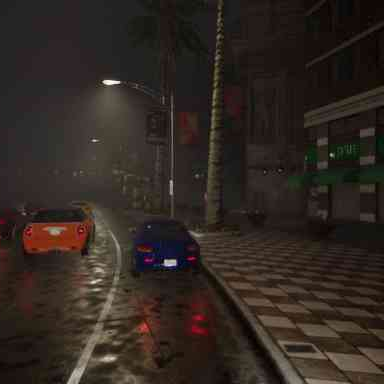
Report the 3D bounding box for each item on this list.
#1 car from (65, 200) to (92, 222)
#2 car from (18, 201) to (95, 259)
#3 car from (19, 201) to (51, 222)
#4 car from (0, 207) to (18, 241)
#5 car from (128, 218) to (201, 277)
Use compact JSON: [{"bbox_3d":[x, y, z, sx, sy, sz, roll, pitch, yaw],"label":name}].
[{"bbox_3d":[-9.281,1.469,27.444,1.882,1.535,5.008,0,0,-18],"label":"car"},{"bbox_3d":[-4.970,1.347,12.959,2.097,1.767,4.553,0,0,-13],"label":"car"},{"bbox_3d":[-12.906,1.514,27.639,1.812,1.442,4.674,0,0,-18],"label":"car"},{"bbox_3d":[-3.194,1.221,1.264,2.150,2.045,5.566,0,0,-1],"label":"car"},{"bbox_3d":[-0.947,1.524,10.194,1.812,1.442,4.674,0,0,-11],"label":"car"}]
